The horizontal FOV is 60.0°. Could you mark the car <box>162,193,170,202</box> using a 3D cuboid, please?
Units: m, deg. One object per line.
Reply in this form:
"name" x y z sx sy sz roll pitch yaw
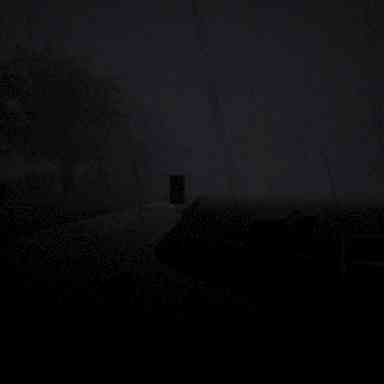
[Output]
"car" -3.623 0.880 53.517 1.994 1.385 4.181 1 1 3
